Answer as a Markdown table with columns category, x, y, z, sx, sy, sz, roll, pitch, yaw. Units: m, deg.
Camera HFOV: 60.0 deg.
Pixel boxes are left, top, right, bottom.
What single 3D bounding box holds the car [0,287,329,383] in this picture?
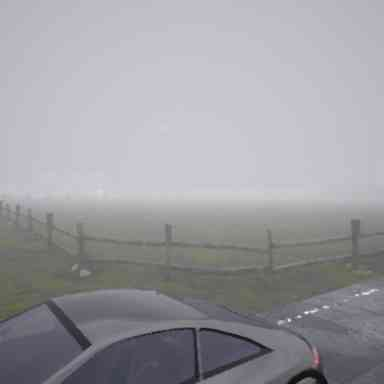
| category | x | y | z | sx | sy | sz | roll | pitch | yaw |
| --- | --- | --- | --- | --- | --- | --- | --- | --- | --- |
| car | -0.834 | 1.564 | 2.476 | 4.181 | 1.385 | 1.994 | 0 | 0 | -36 |
